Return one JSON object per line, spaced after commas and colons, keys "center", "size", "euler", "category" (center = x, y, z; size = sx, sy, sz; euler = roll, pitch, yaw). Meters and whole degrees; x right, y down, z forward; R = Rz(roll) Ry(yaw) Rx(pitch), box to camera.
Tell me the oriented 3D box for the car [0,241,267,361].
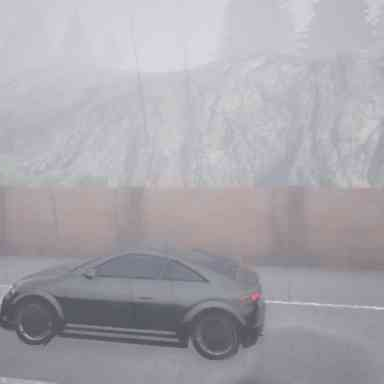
{"center": [-0.893, 1.563, 5.570], "size": [4.181, 1.385, 1.994], "euler": [0, 0, 11], "category": "car"}
